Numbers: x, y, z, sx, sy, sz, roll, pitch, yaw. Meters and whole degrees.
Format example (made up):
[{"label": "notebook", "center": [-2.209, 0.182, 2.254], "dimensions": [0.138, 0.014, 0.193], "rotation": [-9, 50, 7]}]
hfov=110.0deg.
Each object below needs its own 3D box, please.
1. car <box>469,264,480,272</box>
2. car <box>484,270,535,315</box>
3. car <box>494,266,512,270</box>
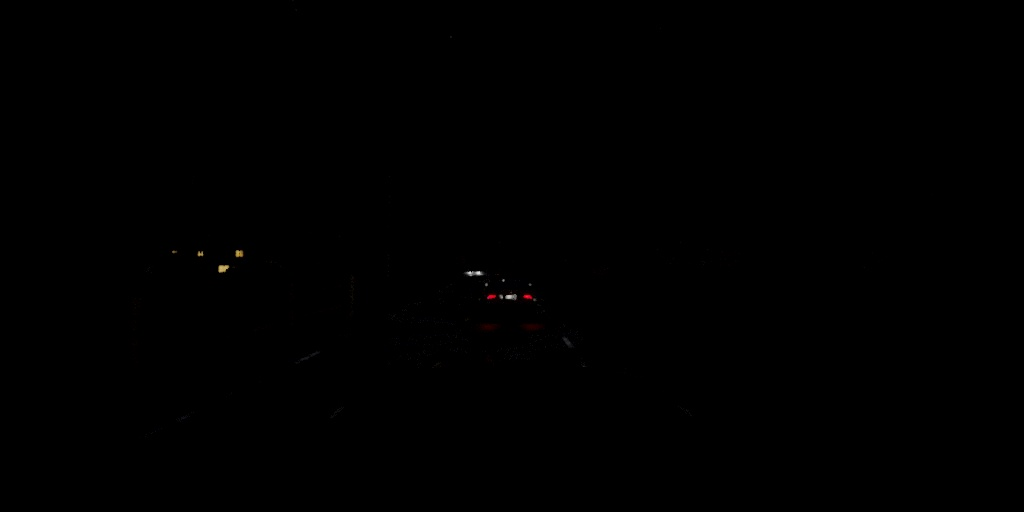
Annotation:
[{"label": "car", "center": [-6.535, 2.111, 62.949], "dimensions": [1.895, 1.301, 4.718], "rotation": [1, -1, -6]}, {"label": "car", "center": [-0.135, 1.442, 14.442], "dimensions": [2.033, 1.411, 5.357], "rotation": [0, -1, -1]}, {"label": "car", "center": [-0.780, 1.595, 30.422], "dimensions": [1.837, 1.490, 4.892], "rotation": [0, 0, -3]}]
